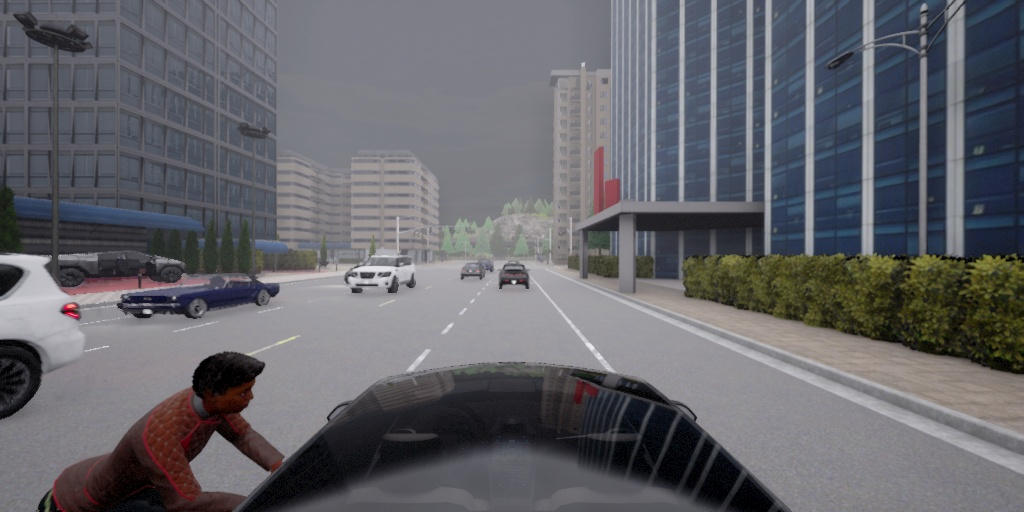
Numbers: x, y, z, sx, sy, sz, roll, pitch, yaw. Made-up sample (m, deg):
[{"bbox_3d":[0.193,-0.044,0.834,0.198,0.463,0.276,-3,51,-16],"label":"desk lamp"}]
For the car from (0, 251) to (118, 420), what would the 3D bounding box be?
[{"bbox_3d":[-7.132,0.943,2.681,2.150,2.045,5.566,0,0,0],"label":"car"}]

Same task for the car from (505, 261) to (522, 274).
[{"bbox_3d":[0.181,1.276,41.713,1.812,1.442,4.674,0,0,0],"label":"car"}]

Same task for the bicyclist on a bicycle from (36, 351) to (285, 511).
[{"bbox_3d":[-1.387,1.240,1.602,1.656,1.620,0.582,-1,7,-13],"label":"bicyclist on a bicycle"}]

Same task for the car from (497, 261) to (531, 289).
[{"bbox_3d":[0.128,1.255,23.364,1.837,1.490,4.892,0,0,0],"label":"car"}]

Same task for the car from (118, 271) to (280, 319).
[{"bbox_3d":[-10.564,1.306,12.622,1.895,1.301,4.718,0,0,1],"label":"car"}]

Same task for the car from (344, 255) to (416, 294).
[{"bbox_3d":[-7.061,0.944,20.214,2.150,2.045,5.566,0,0,0],"label":"car"}]

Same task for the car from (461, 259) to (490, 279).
[{"bbox_3d":[-3.368,1.283,31.671,2.033,1.411,5.357,0,0,0],"label":"car"}]

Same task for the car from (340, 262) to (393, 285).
[{"bbox_3d":[-10.507,1.212,26.376,1.837,1.490,4.892,0,0,1],"label":"car"}]

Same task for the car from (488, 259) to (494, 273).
[{"bbox_3d":[-3.340,1.087,44.286,2.097,1.767,4.553,0,0,1],"label":"car"}]
